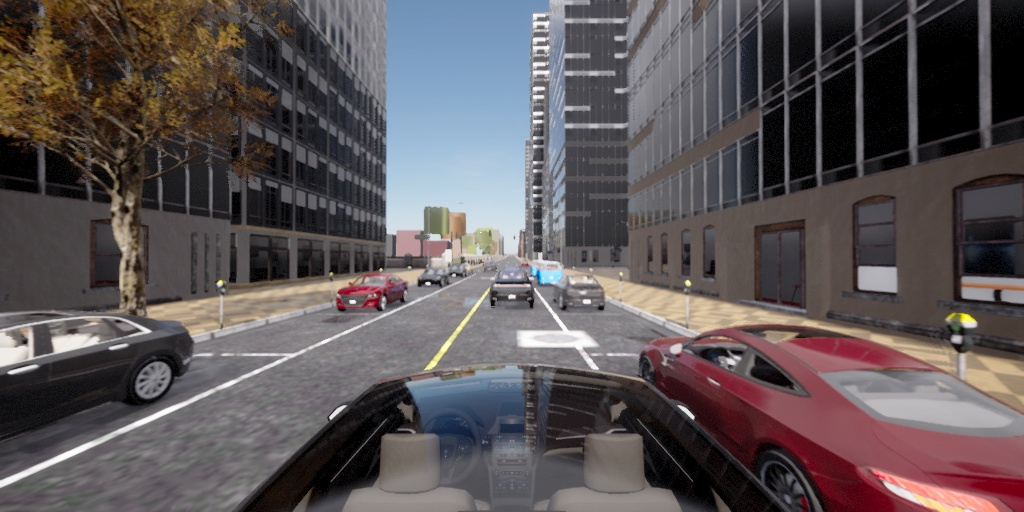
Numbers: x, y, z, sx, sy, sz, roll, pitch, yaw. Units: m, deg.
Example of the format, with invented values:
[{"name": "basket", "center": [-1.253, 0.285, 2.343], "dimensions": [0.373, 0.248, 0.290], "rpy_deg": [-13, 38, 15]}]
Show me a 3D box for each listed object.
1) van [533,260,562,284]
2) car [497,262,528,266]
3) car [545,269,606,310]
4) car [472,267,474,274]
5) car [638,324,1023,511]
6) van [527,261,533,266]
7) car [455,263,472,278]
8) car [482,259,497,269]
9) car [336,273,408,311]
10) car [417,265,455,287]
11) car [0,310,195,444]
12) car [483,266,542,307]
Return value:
[{"name": "van", "center": [2.695, 1.282, 26.447], "dimensions": [1.690, 1.789, 3.998], "rpy_deg": [0, 0, 0]}, {"name": "car", "center": [0.007, 1.511, 30.834], "dimensions": [2.033, 1.411, 5.357], "rpy_deg": [0, 0, 0]}, {"name": "car", "center": [2.692, 1.416, 15.040], "dimensions": [2.007, 1.370, 4.403], "rpy_deg": [0, 0, 0]}, {"name": "car", "center": [-5.811, 1.559, 45.078], "dimensions": [1.751, 1.417, 4.829], "rpy_deg": [0, 0, 0]}, {"name": "car", "center": [2.690, 1.350, 3.638], "dimensions": [1.802, 1.307, 4.207], "rpy_deg": [0, 0, 0]}, {"name": "van", "center": [2.778, 1.338, 37.844], "dimensions": [1.690, 1.789, 3.998], "rpy_deg": [0, 0, 0]}, {"name": "car", "center": [-5.764, 1.564, 37.844], "dimensions": [1.948, 1.339, 4.313], "rpy_deg": [0, 0, 0]}, {"name": "car", "center": [-2.995, 1.570, 50.280], "dimensions": [1.837, 1.490, 4.892], "rpy_deg": [0, -1, 0]}, {"name": "car", "center": [-5.688, 1.410, 15.041], "dimensions": [1.888, 1.381, 4.507], "rpy_deg": [0, 0, 0]}, {"name": "car", "center": [-5.686, 1.507, 26.447], "dimensions": [1.948, 1.339, 4.313], "rpy_deg": [0, 0, 0]}, {"name": "car", "center": [-5.690, 1.318, 3.641], "dimensions": [2.007, 1.370, 4.403], "rpy_deg": [0, 0, 0]}, {"name": "car", "center": [0.007, 1.366, 16.134], "dimensions": [2.128, 1.511, 4.902], "rpy_deg": [0, 0, 0]}]
